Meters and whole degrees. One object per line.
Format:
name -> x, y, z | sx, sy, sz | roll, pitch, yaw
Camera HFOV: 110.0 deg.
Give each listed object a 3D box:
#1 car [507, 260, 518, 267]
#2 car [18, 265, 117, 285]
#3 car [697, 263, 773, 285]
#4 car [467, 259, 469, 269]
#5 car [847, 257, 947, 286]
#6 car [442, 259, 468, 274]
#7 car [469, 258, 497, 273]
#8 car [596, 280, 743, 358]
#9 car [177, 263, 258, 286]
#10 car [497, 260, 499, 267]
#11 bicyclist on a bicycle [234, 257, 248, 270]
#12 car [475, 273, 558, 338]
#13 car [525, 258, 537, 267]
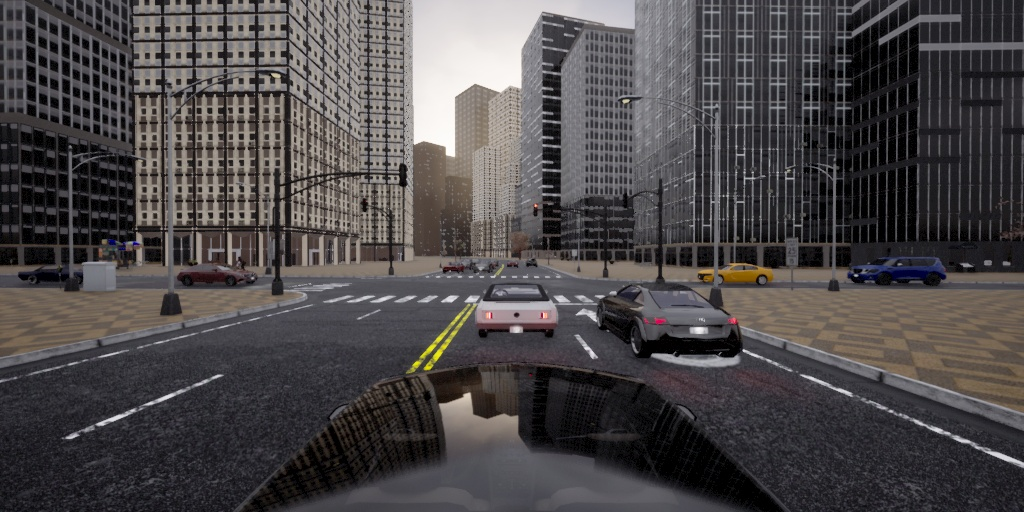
car -> 0.103, 1.280, 61.566 | 1.895, 1.301, 4.718 | 0, 0, 0
car -> -29.613, 1.221, 24.025 | 4.718, 1.301, 1.895 | 0, 0, 1
car -> 16.316, 1.285, 26.346 | 5.008, 1.535, 1.882 | 0, 0, 1
car -> -6.565, 1.192, 51.280 | 2.128, 1.511, 4.902 | 0, 0, 0
car -> 27.895, 1.081, 26.091 | 5.566, 2.045, 2.150 | 0, 0, 2
car -> -6.586, 1.321, 40.721 | 1.895, 1.301, 4.718 | 0, 0, 2
car -> -3.283, 1.211, 41.452 | 2.128, 1.511, 4.902 | 0, 0, 3
car -> 3.356, 1.312, 8.470 | 1.994, 1.385, 4.181 | 0, 0, 0
car -> -19.480, 1.193, 23.767 | 4.674, 1.442, 1.812 | 0, 0, 1
car -> -3.311, 1.300, 52.026 | 1.895, 1.301, 4.718 | 0, 0, 0
bicyclist on a bicycle -> -24.699, 0.871, 32.632 | 0.582, 1.620, 1.656 | 0, 1, 1
car -> 0.101, 1.348, 10.183 | 1.895, 1.301, 4.718 | 0, 0, 0
car -> 3.338, 1.180, 63.089 | 1.837, 1.490, 4.892 | 0, 0, -1
